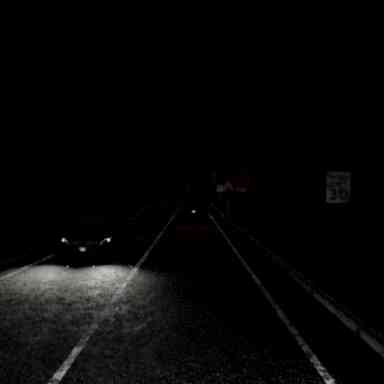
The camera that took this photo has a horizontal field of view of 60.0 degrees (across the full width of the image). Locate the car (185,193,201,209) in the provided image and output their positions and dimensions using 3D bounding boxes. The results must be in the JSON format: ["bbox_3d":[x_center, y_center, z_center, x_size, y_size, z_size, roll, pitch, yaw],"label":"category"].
[{"bbox_3d":[0.125,1.076,41.382,1.994,1.385,4.181,0,8,0],"label":"car"}]

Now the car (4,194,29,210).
[{"bbox_3d":[-21.909,1.366,37.695,5.366,1.575,1.946,0,0,0],"label":"car"}]

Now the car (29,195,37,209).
[{"bbox_3d":[-22.127,1.391,40.472,4.792,1.488,2.163,0,0,0],"label":"car"}]

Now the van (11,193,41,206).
[{"bbox_3d":[-21.982,1.129,43.245,4.442,1.987,1.878,0,0,0],"label":"van"}]

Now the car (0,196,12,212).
[{"bbox_3d":[-22.122,1.405,34.920,4.792,1.488,2.163,0,0,0],"label":"car"}]

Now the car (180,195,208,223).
[{"bbox_3d":[0.114,1.321,24.261,2.033,1.649,4.856,0,1,0],"label":"car"}]

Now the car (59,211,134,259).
[{"bbox_3d":[-3.355,1.485,12.536,1.812,1.442,4.674,0,0,0],"label":"car"}]
